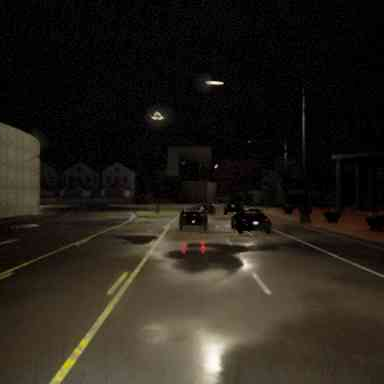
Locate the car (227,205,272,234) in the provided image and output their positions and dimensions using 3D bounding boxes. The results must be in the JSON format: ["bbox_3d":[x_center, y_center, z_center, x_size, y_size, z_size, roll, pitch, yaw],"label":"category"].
[{"bbox_3d":[3.596,1.745,20.782,1.994,1.385,4.181,0,0,0],"label":"car"}]

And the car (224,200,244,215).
[{"bbox_3d":[5.023,1.695,39.392,2.097,1.767,4.553,0,0,11],"label":"car"}]

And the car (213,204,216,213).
[{"bbox_3d":[1.674,1.914,40.311,1.994,1.385,4.181,0,-1,12],"label":"car"}]

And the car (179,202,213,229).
[{"bbox_3d":[0.107,1.694,23.282,2.128,1.511,4.902,0,-1,0],"label":"car"}]
